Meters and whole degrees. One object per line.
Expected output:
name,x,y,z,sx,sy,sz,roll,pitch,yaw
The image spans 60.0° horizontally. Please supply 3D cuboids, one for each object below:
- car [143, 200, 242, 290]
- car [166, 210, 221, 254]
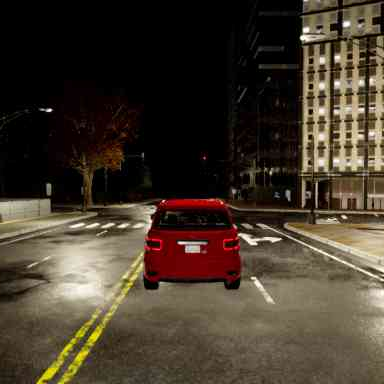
car,-0.023,1.218,9.215,2.150,2.045,5.566,0,0,-1
car,0.062,1.560,14.154,1.994,1.385,4.181,0,0,0
